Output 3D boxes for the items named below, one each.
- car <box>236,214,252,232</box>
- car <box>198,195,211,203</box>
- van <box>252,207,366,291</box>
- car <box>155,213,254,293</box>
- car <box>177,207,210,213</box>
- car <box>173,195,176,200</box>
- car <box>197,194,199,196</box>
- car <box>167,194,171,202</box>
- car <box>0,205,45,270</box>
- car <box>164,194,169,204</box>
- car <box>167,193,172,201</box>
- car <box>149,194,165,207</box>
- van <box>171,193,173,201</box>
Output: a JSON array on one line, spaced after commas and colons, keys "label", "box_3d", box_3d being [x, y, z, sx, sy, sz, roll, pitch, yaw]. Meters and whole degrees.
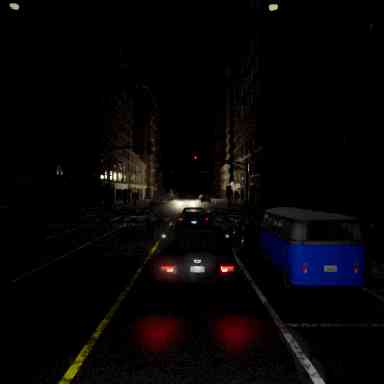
[{"label": "car", "box_3d": [2.856, 1.562, 14.358, 1.947, 1.339, 4.313, 0, 0, 0]}, {"label": "car", "box_3d": [2.855, 1.404, 68.734, 1.967, 1.590, 4.097, 0, 0, 0]}, {"label": "van", "box_3d": [2.855, 1.339, 8.697, 1.690, 1.788, 3.998, 0, 0, 0]}, {"label": "car", "box_3d": [0.101, 1.546, 8.968, 2.033, 1.411, 5.357, 0, 0, 0]}, {"label": "car", "box_3d": [0.101, 1.557, 19.287, 1.994, 1.385, 4.181, 0, 0, 0]}, {"label": "car", "box_3d": [-5.669, 1.516, 79.600, 2.008, 1.369, 4.403, 0, 0, 0]}, {"label": "car", "box_3d": [2.856, 1.516, 79.632, 2.008, 1.369, 4.403, 0, 0, 0]}, {"label": "car", "box_3d": [-5.669, 1.509, 63.248, 1.887, 1.381, 4.507, 0, 0, 0]}, {"label": "car", "box_3d": [-5.670, 1.313, 8.657, 2.192, 1.841, 5.009, 0, 0, 0]}, {"label": "car", "box_3d": [-5.669, 1.516, 57.797, 2.008, 1.369, 4.403, 0, 0, 0]}, {"label": "car", "box_3d": [-5.669, 1.508, 68.699, 1.887, 1.381, 4.507, 0, 0, 0]}, {"label": "car", "box_3d": [-5.669, 1.493, 52.176, 1.752, 1.417, 4.829, 0, 0, 0]}, {"label": "van", "box_3d": [-5.670, 1.305, 74.149, 1.690, 1.788, 3.998, 0, 0, 0]}]
